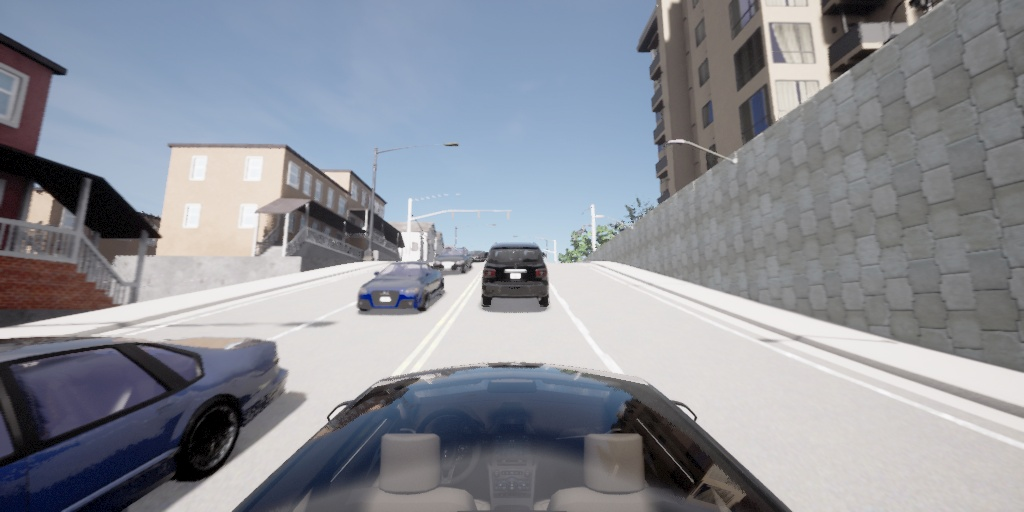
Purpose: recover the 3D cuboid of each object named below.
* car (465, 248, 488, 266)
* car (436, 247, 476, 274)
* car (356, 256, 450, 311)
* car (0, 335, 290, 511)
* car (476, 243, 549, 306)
[{"bbox_3d":[-3.507,0.146,36.192,1.837,1.490,4.892,0,-5,1],"label":"car"},{"bbox_3d":[-3.546,0.192,22.330,2.128,1.511,4.902,0,4,0],"label":"car"},{"bbox_3d":[-3.579,0.914,12.164,1.994,1.385,4.181,0,4,1],"label":"car"},{"bbox_3d":[-3.602,1.287,1.946,2.033,1.411,5.357,0,0,0],"label":"car"},{"bbox_3d":[0.105,0.506,13.227,2.150,2.045,5.566,0,4,0],"label":"car"}]
